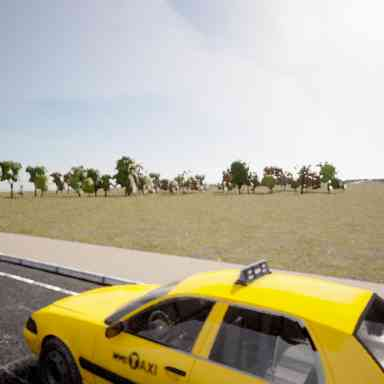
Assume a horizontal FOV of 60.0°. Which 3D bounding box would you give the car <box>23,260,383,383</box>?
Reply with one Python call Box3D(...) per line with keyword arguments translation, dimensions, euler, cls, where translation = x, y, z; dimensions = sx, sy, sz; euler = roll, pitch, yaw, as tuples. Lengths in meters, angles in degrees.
Box3D(translation=(0.348, 1.465, 3.316), dimensions=(5.366, 1.575, 1.801), euler=(0, 0, 36), cls="car")
